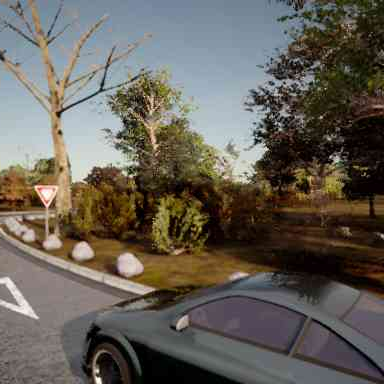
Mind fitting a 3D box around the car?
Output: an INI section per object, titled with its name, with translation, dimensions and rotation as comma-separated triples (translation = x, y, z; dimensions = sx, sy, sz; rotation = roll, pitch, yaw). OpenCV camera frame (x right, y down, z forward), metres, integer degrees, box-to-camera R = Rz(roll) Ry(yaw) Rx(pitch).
[car]
translation = 0.724, 1.570, 3.484
dimensions = 4.181, 1.385, 1.994
rotation = 0, 0, 37
